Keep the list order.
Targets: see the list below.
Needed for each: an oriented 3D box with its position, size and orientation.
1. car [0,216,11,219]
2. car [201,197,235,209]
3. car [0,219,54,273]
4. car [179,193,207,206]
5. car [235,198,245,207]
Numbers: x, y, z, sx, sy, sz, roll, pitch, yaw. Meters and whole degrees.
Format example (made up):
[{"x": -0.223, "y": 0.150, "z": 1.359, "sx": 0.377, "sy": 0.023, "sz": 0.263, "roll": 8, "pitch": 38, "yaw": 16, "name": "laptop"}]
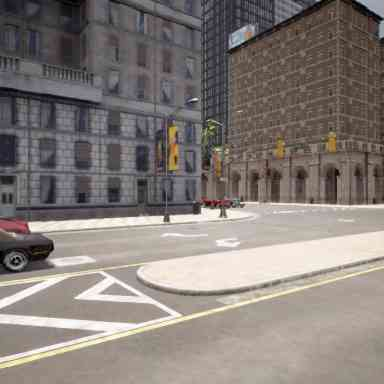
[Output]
[{"x": -8.443, "y": 1.526, "z": 12.113, "sx": 4.674, "sy": 1.442, "sz": 1.812, "roll": 0, "pitch": 0, "yaw": -35, "name": "car"}, {"x": 3.280, "y": 1.478, "z": 46.419, "sx": 1.882, "sy": 1.535, "sz": 5.008, "roll": 0, "pitch": 0, "yaw": -35, "name": "car"}, {"x": -6.499, "y": 1.601, "z": 9.208, "sx": 4.718, "sy": 1.301, "sz": 1.895, "roll": 0, "pitch": 0, "yaw": -35, "name": "car"}, {"x": 0.072, "y": 1.221, "z": 57.150, "sx": 2.150, "sy": 2.045, "sz": 5.566, "roll": 0, "pitch": 0, "yaw": -34, "name": "car"}, {"x": 5.710, "y": 1.491, "z": 49.049, "sx": 2.128, "sy": 1.511, "sz": 4.902, "roll": 0, "pitch": 0, "yaw": -35, "name": "car"}]
